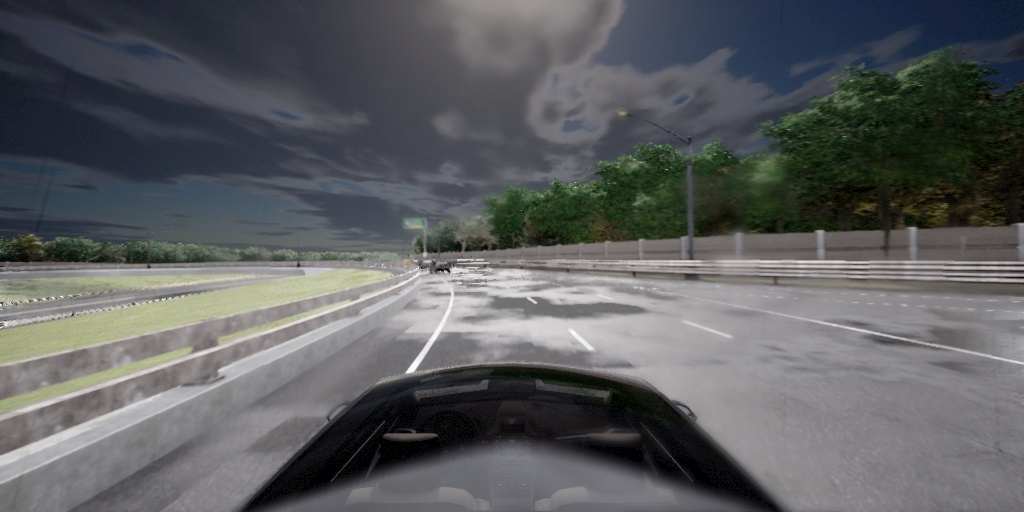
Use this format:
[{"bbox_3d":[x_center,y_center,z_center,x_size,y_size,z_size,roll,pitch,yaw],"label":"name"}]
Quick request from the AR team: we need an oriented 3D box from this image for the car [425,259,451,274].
[{"bbox_3d":[-8.889,1.337,43.735,1.837,1.490,4.892,-1,0,-24],"label":"car"}]

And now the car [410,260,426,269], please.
[{"bbox_3d":[-15.508,1.460,62.927,2.033,1.411,5.357,-1,0,-36],"label":"car"}]
